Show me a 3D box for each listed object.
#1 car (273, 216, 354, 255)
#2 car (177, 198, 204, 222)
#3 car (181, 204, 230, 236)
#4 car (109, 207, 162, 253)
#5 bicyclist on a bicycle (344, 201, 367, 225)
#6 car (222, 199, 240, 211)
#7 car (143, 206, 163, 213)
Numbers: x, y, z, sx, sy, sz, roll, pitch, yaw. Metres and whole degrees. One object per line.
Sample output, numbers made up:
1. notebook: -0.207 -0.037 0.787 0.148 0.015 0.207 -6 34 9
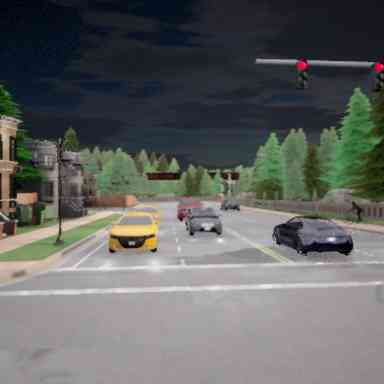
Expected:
1. car: 4.841 1.684 13.863 1.994 1.385 4.181 0 -1 -4
2. car: -0.164 1.572 30.836 2.150 2.045 5.566 0 -1 -5
3. car: 0.655 1.716 20.183 2.128 1.511 4.902 0 -1 -4
4. car: -2.437 1.668 14.878 1.882 1.535 5.008 0 -1 -5
5. bicyclist on a bicycle: 11.420 1.472 23.230 1.656 1.620 0.582 -1 -1 -5
6. car: 5.552 1.855 48.681 2.097 1.767 4.553 0 -1 -4
7. car: -3.186 1.781 24.415 1.882 1.535 5.008 0 -1 -4
